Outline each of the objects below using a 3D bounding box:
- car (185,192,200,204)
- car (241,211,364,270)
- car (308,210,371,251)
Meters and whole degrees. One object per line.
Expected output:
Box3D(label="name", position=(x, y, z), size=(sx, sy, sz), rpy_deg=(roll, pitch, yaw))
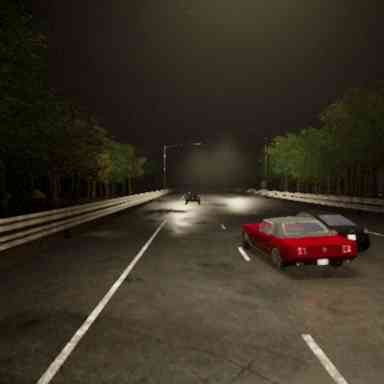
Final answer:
Box3D(label="car", position=(0.104, 0.761, 41.223), size=(2.033, 1.411, 5.357), rpy_deg=(0, 1, 0))
Box3D(label="car", position=(3.027, 1.450, 10.634), size=(1.895, 1.301, 4.718), rpy_deg=(-2, 1, -8))
Box3D(label="car", position=(4.633, 1.381, 12.718), size=(1.994, 1.385, 4.181), rpy_deg=(0, 1, -16))
